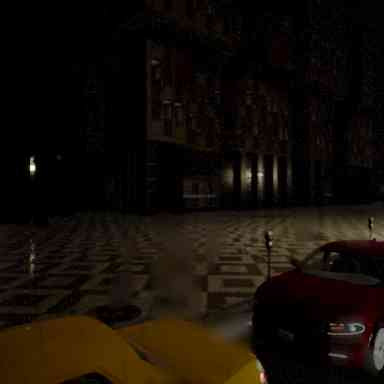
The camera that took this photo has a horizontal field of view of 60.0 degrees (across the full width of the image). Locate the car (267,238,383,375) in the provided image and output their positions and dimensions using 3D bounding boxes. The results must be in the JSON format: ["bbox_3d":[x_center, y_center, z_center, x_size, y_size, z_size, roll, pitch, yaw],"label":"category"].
[{"bbox_3d":[2.837,1.546,5.674,4.507,1.381,1.887,0,0,-42],"label":"car"}]

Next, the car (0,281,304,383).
[{"bbox_3d":[-1.483,1.524,1.734,4.829,1.417,1.752,0,0,-42],"label":"car"}]
